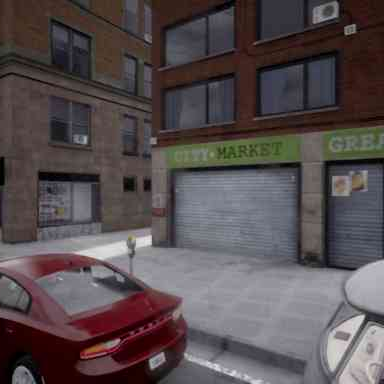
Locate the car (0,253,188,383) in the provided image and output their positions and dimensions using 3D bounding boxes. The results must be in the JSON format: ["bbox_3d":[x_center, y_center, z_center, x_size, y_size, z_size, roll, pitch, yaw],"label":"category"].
[{"bbox_3d":[-2.159,1.542,4.614,4.507,1.381,1.887,0,0,35],"label":"car"}]

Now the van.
[{"bbox_3d":[2.450,1.342,1.329,3.998,1.788,1.690,0,0,35],"label":"van"}]
